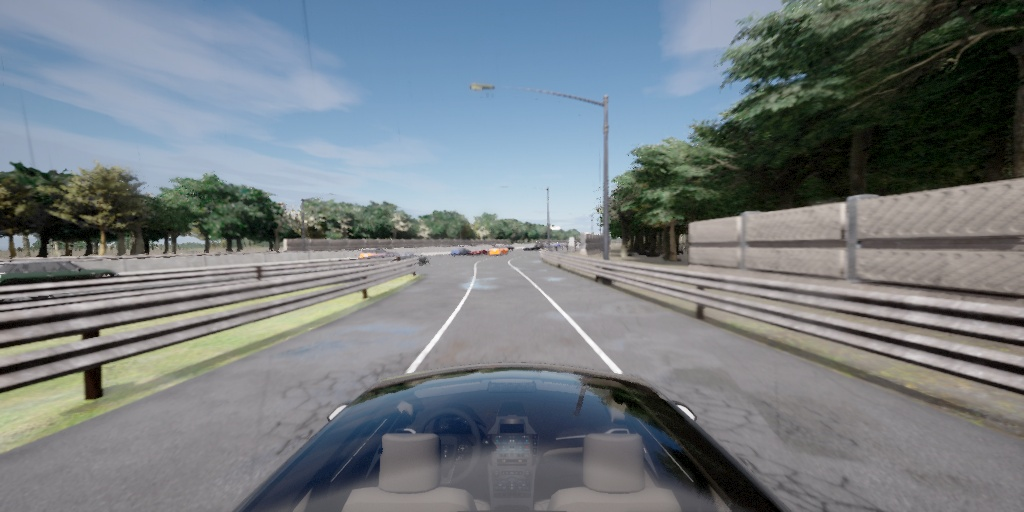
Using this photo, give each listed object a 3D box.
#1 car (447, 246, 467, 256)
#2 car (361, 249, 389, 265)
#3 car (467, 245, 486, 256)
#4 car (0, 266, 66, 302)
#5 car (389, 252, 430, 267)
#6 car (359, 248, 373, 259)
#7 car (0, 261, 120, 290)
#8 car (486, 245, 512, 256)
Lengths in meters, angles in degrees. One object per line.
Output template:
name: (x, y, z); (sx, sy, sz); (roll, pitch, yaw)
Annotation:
car: (-8.698, -0.746, 61.966); (2.033, 1.411, 5.357); (0, 2, 19)
car: (-13.114, 0.252, 38.354); (2.033, 1.411, 5.357); (0, 2, 19)
car: (-5.385, -0.696, 60.840); (1.895, 1.301, 4.718); (0, 2, 19)
car: (-18.634, 1.355, 11.539); (1.837, 1.490, 4.892); (0, 3, 19)
car: (-10.080, 0.301, 36.421); (1.994, 1.385, 4.181); (0, 2, 19)
car: (-15.611, -0.047, 41.860); (2.097, 1.767, 4.553); (0, 2, 19)
car: (-23.614, 1.004, 18.586); (2.097, 1.767, 4.553); (0, 3, 19)
car: (-2.092, -0.946, 59.648); (2.097, 1.767, 4.553); (0, 2, 19)
